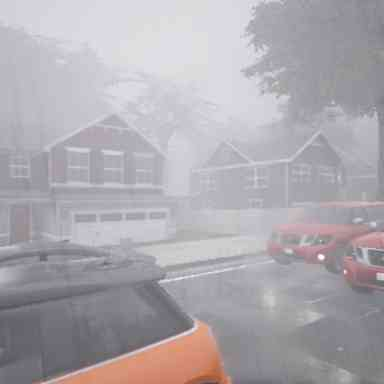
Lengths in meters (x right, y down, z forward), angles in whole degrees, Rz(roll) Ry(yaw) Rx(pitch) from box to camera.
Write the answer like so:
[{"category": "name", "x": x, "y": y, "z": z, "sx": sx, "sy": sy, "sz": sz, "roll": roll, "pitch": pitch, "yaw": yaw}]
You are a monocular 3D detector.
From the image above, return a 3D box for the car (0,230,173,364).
[{"category": "car", "x": -2.947, "y": 1.624, "z": 5.542, "sx": 5.008, "sy": 1.535, "sz": 1.882, "roll": 0, "pitch": -1, "yaw": -35}]

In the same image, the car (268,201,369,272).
[{"category": "car", "x": 5.050, "y": 1.374, "z": 11.450, "sx": 5.566, "sy": 2.045, "sz": 2.150, "roll": 0, "pitch": -1, "yaw": -37}]

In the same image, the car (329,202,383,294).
[{"category": "car", "x": 5.946, "y": 1.303, "z": 8.071, "sx": 5.566, "sy": 2.045, "sz": 2.150, "roll": 0, "pitch": -1, "yaw": -36}]

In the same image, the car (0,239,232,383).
[{"category": "car", "x": -1.903, "y": 1.425, "z": 2.254, "sx": 4.553, "sy": 1.767, "sz": 2.097, "roll": 0, "pitch": -1, "yaw": -37}]
